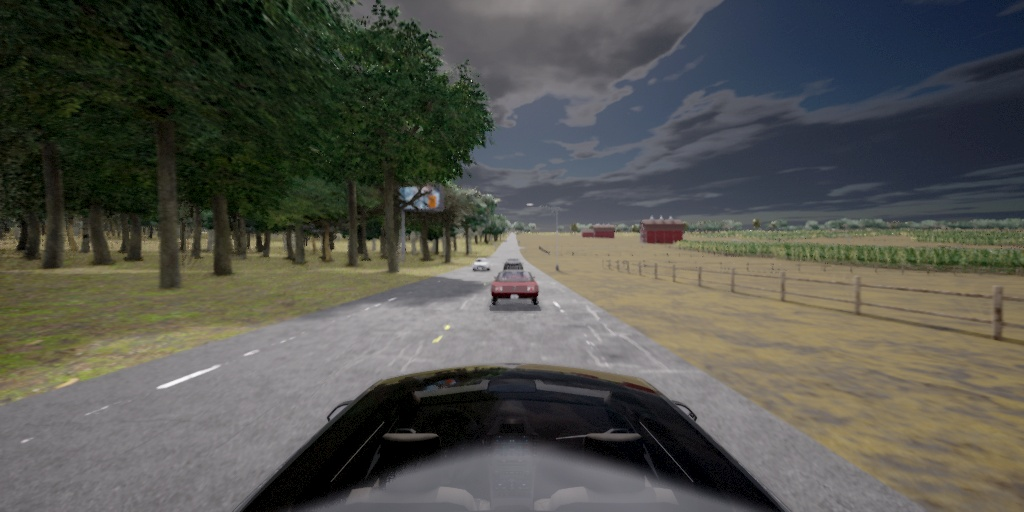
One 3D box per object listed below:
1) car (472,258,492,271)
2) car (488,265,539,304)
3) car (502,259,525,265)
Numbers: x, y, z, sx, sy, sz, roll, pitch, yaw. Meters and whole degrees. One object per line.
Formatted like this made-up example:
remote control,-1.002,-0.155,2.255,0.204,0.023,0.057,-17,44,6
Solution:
car,-3.490,0.957,41.800,1.812,1.442,4.674,0,0,0
car,0.107,1.253,15.756,1.895,1.301,4.718,0,0,0
car,0.111,1.014,34.047,1.837,1.490,4.892,0,0,0
